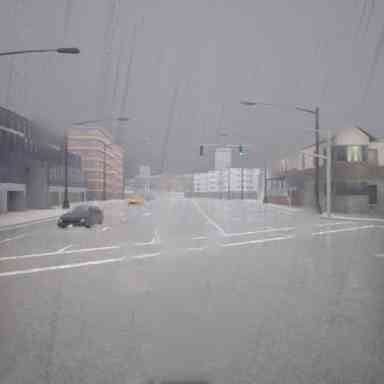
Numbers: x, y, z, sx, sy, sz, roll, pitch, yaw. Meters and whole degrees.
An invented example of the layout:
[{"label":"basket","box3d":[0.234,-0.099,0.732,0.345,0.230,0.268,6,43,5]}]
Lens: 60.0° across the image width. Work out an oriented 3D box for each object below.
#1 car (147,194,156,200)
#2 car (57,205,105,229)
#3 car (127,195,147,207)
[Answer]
[{"label":"car","box3d":[-8.959,1.166,72.152,1.895,1.301,4.718,0,0,-2]},{"label":"car","box3d":[-7.192,1.603,22.141,2.033,1.411,5.357,0,0,-2]},{"label":"car","box3d":[-8.097,1.245,47.828,1.882,1.535,5.008,0,2,-2]}]
